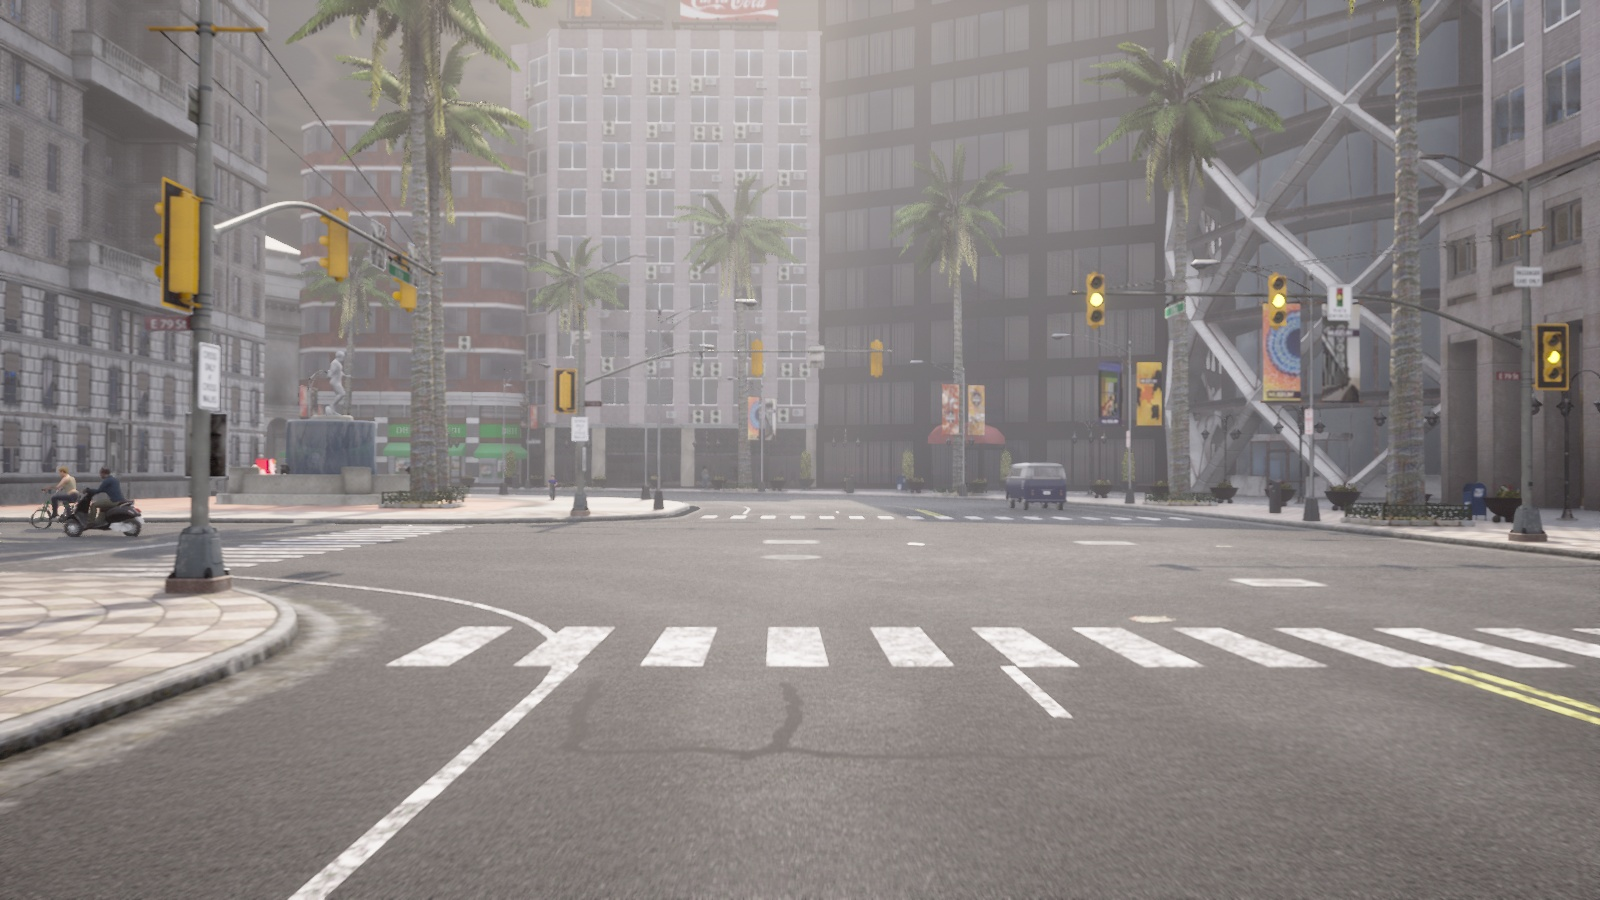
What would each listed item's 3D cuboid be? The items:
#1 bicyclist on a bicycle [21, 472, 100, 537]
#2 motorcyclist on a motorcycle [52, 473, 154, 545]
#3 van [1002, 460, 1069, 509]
[{"bbox_3d":[-18.889,1.383,32.086,1.509,1.612,0.866,-1,-1,0],"label":"bicyclist on a bicycle"},{"bbox_3d":[-15.877,1.328,28.637,1.817,1.590,0.866,-1,-1,-1],"label":"motorcyclist on a motorcycle"},{"bbox_3d":[10.002,1.457,53.651,1.775,1.987,4.442,0,-1,-3],"label":"van"}]
